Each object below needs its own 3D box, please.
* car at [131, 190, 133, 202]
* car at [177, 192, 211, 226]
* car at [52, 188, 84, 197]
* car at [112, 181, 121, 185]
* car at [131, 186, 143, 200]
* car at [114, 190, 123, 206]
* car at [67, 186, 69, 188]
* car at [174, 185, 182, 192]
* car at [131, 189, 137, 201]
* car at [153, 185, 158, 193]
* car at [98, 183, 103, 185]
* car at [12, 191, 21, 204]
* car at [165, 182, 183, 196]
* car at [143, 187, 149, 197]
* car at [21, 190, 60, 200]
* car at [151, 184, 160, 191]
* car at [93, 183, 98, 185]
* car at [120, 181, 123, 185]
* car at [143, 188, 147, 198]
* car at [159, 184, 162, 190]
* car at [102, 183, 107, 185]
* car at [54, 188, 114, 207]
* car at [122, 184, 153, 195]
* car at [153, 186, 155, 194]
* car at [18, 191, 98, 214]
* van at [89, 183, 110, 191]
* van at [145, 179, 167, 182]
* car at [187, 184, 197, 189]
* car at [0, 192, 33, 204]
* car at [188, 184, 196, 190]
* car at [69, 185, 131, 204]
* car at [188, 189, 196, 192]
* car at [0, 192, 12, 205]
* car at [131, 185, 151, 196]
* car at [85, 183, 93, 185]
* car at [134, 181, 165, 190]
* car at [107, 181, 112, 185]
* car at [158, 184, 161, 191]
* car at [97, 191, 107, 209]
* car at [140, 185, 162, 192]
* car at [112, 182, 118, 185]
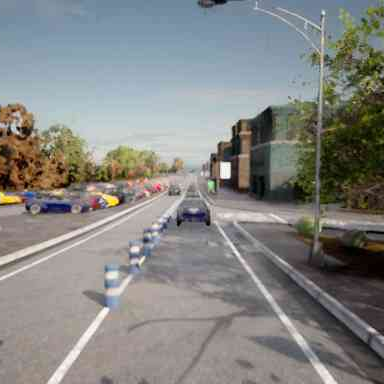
[{"bbox_3d":[-9.929,0.734,39.169,4.892,1.521,2.231,0,1,1],"label":"car"},{"bbox_3d":[0.100,1.151,22.209,2.097,1.767,4.553,0,2,0],"label":"car"},{"bbox_3d":[-22.815,0.034,61.400,5.008,1.535,2.097,0,2,1],"label":"car"},{"bbox_3d":[-22.556,-1.454,89.348,5.008,1.535,2.097,0,3,1],"label":"car"},{"bbox_3d":[-9.826,0.413,47.524,4.553,1.767,2.185,0,2,1],"label":"car"},{"bbox_3d":[-9.981,0.810,33.587,5.008,1.535,2.097,0,1,1],"label":"car"},{"bbox_3d":[-22.650,0.149,58.611,5.366,1.575,1.946,0,2,1],"label":"car"},{"bbox_3d":[-3.222,-0.887,78.346,1.812,1.442,4.674,0,3,0],"label":"car"},{"bbox_3d":[-9.880,0.710,41.948,4.792,1.488,2.163,0,1,1],"label":"car"},{"bbox_3d":[-9.697,-0.091,64.235,5.008,1.535,2.097,0,3,0],"label":"car"},{"bbox_3d":[-22.701,-0.517,72.542,5.008,1.535,2.097,0,3,1],"label":"car"},{"bbox_3d":[-23.200,0.722,39.234,5.366,1.575,1.946,0,1,1],"label":"car"},{"bbox_3d":[-3.265,-0.345,62.608,2.150,2.045,5.566,0,3,0],"label":"car"},{"bbox_3d":[-9.835,0.393,53.102,4.792,1.488,2.163,0,2,1],"label":"car"},{"bbox_3d":[-22.906,0.449,50.384,4.892,1.521,2.231,0,2,1],"label":"car"},{"bbox_3d":[-9.672,-0.225,67.021,5.008,1.535,2.097,0,3,1],"label":"car"},{"bbox_3d":[-22.764,-0.493,69.754,4.553,1.767,2.185,0,3,1],"label":"car"},{"bbox_3d":[-22.532,-1.609,92.129,4.892,1.521,2.231,0,3,1],"label":"car"},{"bbox_3d":[-9.803,0.484,50.315,4.792,1.488,2.163,0,2,1],"label":"car"},{"bbox_3d":[-9.623,-0.478,72.588,4.674,1.452,2.002,0,3,1],"label":"car"},{"bbox_3d":[-22.865,-0.682,75.447,5.366,1.575,1.946,0,3,1],"label":"car"},{"bbox_3d":[-10.043,0.708,30.807,4.553,1.767,2.185,0,0,1],"label":"car"},{"bbox_3d":[-9.786,0.028,58.659,4.553,1.767,2.185,0,2,1],"label":"car"},{"bbox_3d":[-9.732,0.076,61.451,4.674,1.452,2.002,0,3,1],"label":"car"},{"bbox_3d":[-10.034,0.896,25.238,4.792,1.488,2.163,0,0,1],"label":"car"},{"bbox_3d":[-22.512,-1.214,80.993,4.442,1.987,1.878,0,3,1],"label":"van"},{"bbox_3d":[-9.588,-1.673,89.248,4.442,1.987,1.878,0,3,1],"label":"van"},{"bbox_3d":[0.023,-0.715,76.050,2.128,1.511,4.902,0,3,0],"label":"car"},{"bbox_3d":[-22.961,0.705,41.888,4.792,1.488,2.163,0,1,1],"label":"car"},{"bbox_3d":[0.051,-1.334,86.481,1.895,1.301,4.718,0,3,0],"label":"car"},{"bbox_3d":[-9.989,0.525,36.377,5.566,2.045,2.435,0,1,1],"label":"car"},{"bbox_3d":[0.099,0.718,41.078,1.837,1.490,4.892,0,2,0],"label":"car"},{"bbox_3d":[-23.226,0.765,36.439,5.366,1.575,1.946,0,1,1],"label":"car"},{"bbox_3d":[-9.811,0.138,55.882,4.553,1.767,2.185,0,2,1],"label":"car"},{"bbox_3d":[-22.812,-0.342,64.175,5.566,2.045,2.435,0,3,1],"label":"car"},{"bbox_3d":[-9.628,-0.924,75.351,5.566,2.045,2.435,0,3,1],"label":"car"},{"bbox_3d":[-22.625,-1.084,78.212,5.566,2.045,2.435,0,3,1],"label":"car"},{"bbox_3d":[-9.622,-0.338,69.806,4.792,1.488,2.163,0,3,1],"label":"car"},{"bbox_3d":[-10.067,0.880,28.022,4.792,1.488,2.163,0,0,1],"label":"car"},{"bbox_3d":[-9.569,-0.827,78.144,5.008,1.535,2.097,0,3,1],"label":"car"},{"bbox_3d":[-22.579,-1.258,86.570,4.674,1.452,2.002,0,3,1],"label":"car"}]
